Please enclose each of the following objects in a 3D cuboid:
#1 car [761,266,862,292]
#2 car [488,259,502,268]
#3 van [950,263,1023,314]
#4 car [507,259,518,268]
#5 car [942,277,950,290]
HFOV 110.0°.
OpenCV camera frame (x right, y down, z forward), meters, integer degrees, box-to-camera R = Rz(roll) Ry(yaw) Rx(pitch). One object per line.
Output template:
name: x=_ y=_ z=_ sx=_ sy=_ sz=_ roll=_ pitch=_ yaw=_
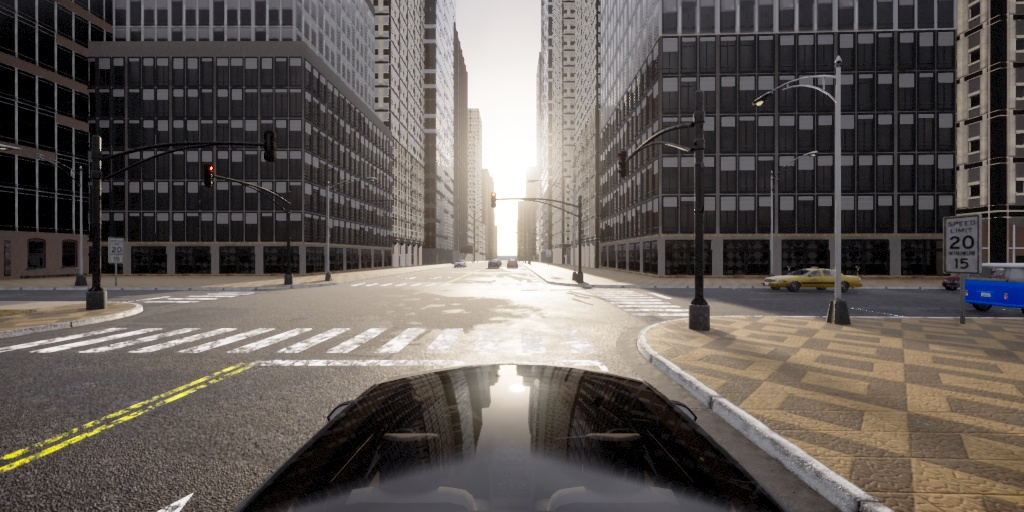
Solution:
car: x=17.113 y=1.293 z=20.612 sx=4.829 sy=1.417 sz=1.751 roll=0 pitch=0 yaw=2
car: x=-3.167 y=1.336 z=62.806 sx=1.882 sy=1.535 sz=5.008 roll=0 pitch=0 yaw=0
van: x=18.373 y=1.119 z=12.438 sx=3.998 sy=1.789 sz=1.690 roll=0 pitch=0 yaw=2
car: x=0.084 y=1.425 z=63.634 sx=1.994 sy=1.385 sz=4.181 roll=0 pitch=0 yaw=0
car: x=26.947 y=1.356 z=20.114 sx=4.207 sy=1.307 sz=1.802 roll=0 pitch=0 yaw=2
